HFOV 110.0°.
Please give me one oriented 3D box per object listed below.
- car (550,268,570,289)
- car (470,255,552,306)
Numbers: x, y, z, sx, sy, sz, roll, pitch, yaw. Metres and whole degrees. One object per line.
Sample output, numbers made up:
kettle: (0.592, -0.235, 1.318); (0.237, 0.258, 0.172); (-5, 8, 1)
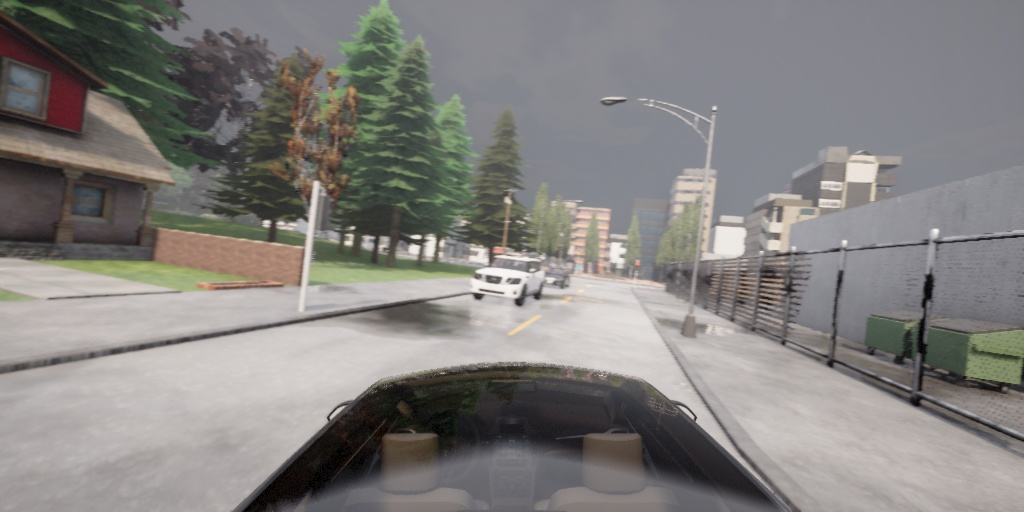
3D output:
car: (3.518, 1.714, 28.683); (2.128, 1.511, 4.902); (7, 0, 16)
car: (0.039, 1.005, 16.727); (2.150, 2.045, 5.566); (7, 0, 17)
